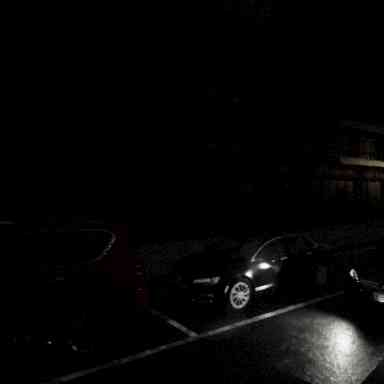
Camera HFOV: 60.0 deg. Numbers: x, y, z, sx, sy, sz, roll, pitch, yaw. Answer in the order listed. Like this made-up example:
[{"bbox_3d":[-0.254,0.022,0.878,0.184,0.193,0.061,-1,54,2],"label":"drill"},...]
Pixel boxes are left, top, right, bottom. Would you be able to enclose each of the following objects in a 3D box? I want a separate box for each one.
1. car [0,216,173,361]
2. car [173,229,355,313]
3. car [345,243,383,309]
[{"bbox_3d":[-2.996,1.315,4.398,5.009,1.841,2.192,0,0,-35],"label":"car"},{"bbox_3d":[1.505,1.561,7.604,4.403,1.369,2.008,0,0,-35],"label":"car"},{"bbox_3d":[5.152,1.541,6.997,4.674,1.442,1.812,0,0,-35],"label":"car"}]
